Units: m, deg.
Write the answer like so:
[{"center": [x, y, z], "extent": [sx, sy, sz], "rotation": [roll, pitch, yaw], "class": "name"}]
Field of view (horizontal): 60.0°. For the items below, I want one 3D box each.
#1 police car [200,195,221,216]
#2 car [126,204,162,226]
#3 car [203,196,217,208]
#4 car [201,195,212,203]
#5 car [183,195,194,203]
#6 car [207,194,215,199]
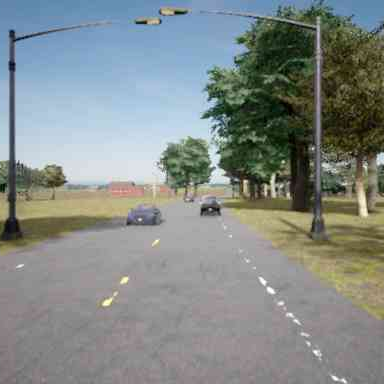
[{"center": [1.752, 1.358, 32.124], "extent": [1.930, 1.638, 5.238], "rotation": [0, 0, 3], "class": "police car"}, {"center": [-3.217, 1.522, 22.997], "extent": [1.994, 1.385, 4.181], "rotation": [0, 0, 2], "class": "car"}, {"center": [2.619, 1.378, 47.930], "extent": [1.837, 1.490, 4.892], "rotation": [0, 0, 4], "class": "car"}, {"center": [2.870, 1.333, 64.803], "extent": [1.812, 1.442, 4.674], "rotation": [0, 0, 5], "class": "car"}, {"center": [-0.589, 1.294, 65.408], "extent": [2.128, 1.511, 4.902], "rotation": [0, 0, 5], "class": "car"}, {"center": [4.897, 1.173, 84.683], "extent": [1.895, 1.301, 4.718], "rotation": [0, 0, 7], "class": "car"}]
